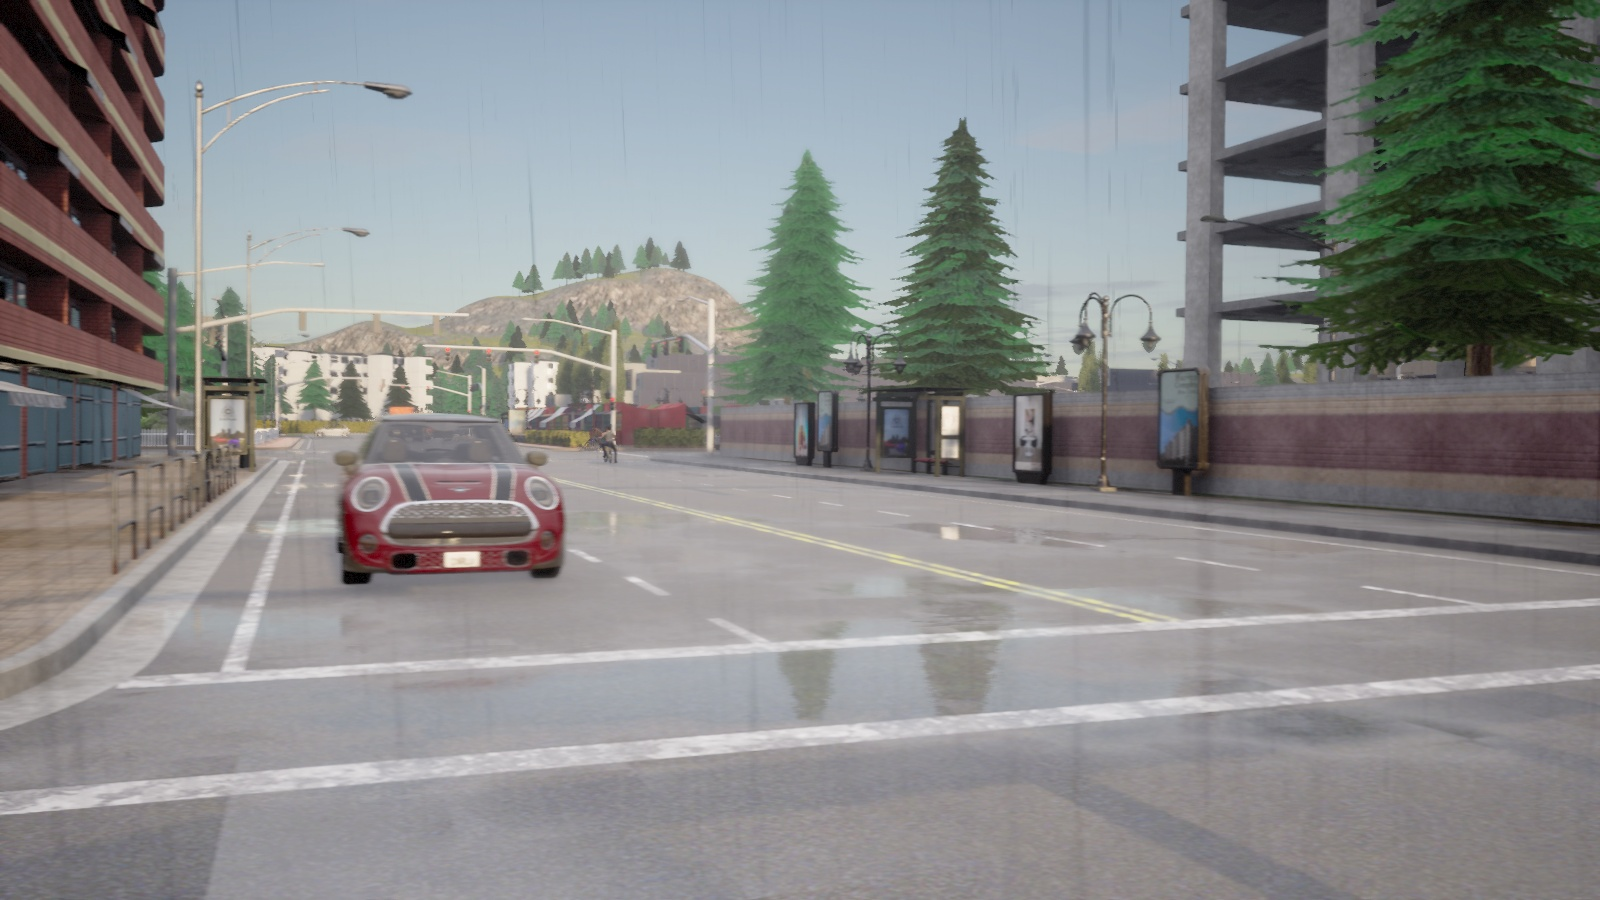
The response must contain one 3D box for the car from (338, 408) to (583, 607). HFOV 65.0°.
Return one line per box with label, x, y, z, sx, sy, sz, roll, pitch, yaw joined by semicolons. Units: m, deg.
car;-3.878;0.475;13.714;2.097;1.767;4.553;-1;1;-21
